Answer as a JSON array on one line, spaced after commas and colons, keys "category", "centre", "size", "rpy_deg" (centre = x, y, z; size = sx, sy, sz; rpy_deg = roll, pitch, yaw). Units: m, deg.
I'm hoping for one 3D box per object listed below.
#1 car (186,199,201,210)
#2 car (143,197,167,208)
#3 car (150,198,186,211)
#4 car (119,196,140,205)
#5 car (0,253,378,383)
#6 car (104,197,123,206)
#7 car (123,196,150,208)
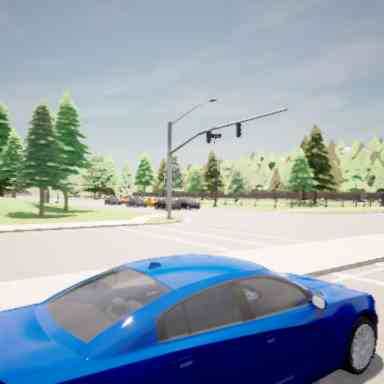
[{"category": "car", "centre": [-0.695, 1.706, 47.109], "size": [1.882, 1.535, 5.008], "rpy_deg": [1, 0, -35]}, {"category": "car", "centre": [-6.177, 1.707, 54.958], "size": [1.882, 1.535, 5.008], "rpy_deg": [1, 0, -35]}, {"category": "car", "centre": [-3.311, 1.676, 44.741], "size": [1.882, 1.535, 5.008], "rpy_deg": [1, 0, -35]}, {"category": "car", "centre": [-11.926, 1.583, 63.284], "size": [2.097, 1.767, 4.553], "rpy_deg": [1, 0, -35]}, {"category": "car", "centre": [0.285, 1.498, 3.951], "size": [5.008, 1.535, 1.882], "rpy_deg": [1, 0, -35]}, {"category": "car", "centre": [-14.531, 1.706, 60.857], "size": [1.837, 1.490, 4.892], "rpy_deg": [1, 0, -35]}, {"category": "car", "centre": [-8.697, 1.704, 52.442], "size": [1.837, 1.490, 4.892], "rpy_deg": [1, 0, -35]}]
